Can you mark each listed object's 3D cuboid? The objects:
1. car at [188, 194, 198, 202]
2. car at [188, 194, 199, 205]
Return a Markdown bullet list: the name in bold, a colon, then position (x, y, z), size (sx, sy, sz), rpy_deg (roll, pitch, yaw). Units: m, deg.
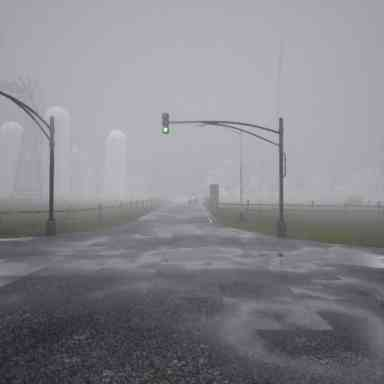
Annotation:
- **car**: position (0.263, 1.230, 70.253), size (2.097, 1.767, 4.553), rpy_deg (0, 0, 0)
- **car**: position (0.217, 1.523, 59.860), size (2.128, 1.511, 4.902), rpy_deg (0, 0, 0)
